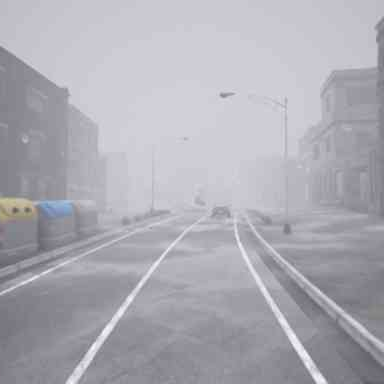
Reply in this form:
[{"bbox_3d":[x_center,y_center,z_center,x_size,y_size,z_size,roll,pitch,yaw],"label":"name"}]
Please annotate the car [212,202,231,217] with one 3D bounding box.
[{"bbox_3d":[3.117,1.810,34.958,1.812,1.442,4.674,0,-1,7],"label":"car"}]
